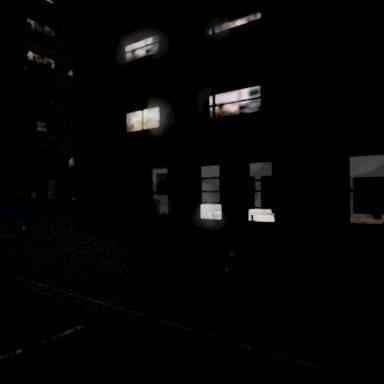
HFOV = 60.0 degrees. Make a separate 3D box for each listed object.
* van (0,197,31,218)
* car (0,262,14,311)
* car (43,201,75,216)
[{"bbox_3d":[-14.923,1.254,26.305,1.690,1.788,3.998,0,0,35],"label":"van"},{"bbox_3d":[-5.103,1.555,6.376,4.313,1.339,1.947,0,-1,36],"label":"car"},{"bbox_3d":[-11.667,1.460,30.913,1.802,1.307,4.206,0,0,35],"label":"car"}]
